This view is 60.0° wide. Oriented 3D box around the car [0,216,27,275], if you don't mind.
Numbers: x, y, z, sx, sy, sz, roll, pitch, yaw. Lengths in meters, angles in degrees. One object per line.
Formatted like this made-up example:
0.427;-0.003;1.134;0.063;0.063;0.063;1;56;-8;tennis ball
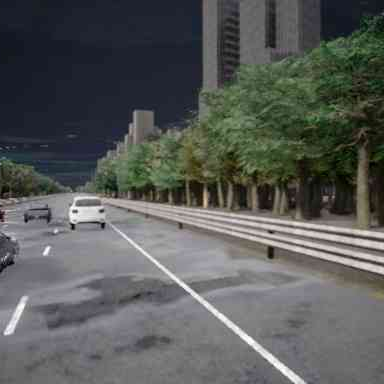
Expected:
-5.884;1.614;8.686;2.033;1.411;5.357;0;0;-20;car

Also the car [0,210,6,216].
-15.393;1.780;25.049;1.895;1.301;4.718;0;0;-20;car

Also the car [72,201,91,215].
-12.468;1.785;37.607;1.895;1.301;4.718;0;0;-19;car

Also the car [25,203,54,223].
-12.477;1.654;27.297;2.128;1.511;4.902;0;0;-20;car

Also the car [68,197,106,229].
-7.195;1.334;22.835;2.150;2.045;5.566;0;0;-19;car
